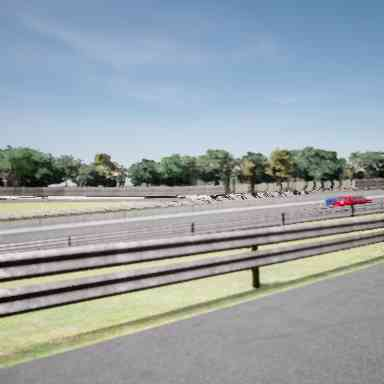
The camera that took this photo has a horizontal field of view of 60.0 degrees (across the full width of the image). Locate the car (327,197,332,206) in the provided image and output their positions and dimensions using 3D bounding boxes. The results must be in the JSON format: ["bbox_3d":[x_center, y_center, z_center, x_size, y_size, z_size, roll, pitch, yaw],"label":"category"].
[{"bbox_3d":[23.229,1.523,49.995,5.008,1.535,1.882,-4,2,-26],"label":"car"}]

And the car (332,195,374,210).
[{"bbox_3d":[22.486,1.387,45.741,5.566,2.045,2.150,-4,2,-26],"label":"car"}]

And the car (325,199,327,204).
[{"bbox_3d":[23.987,1.373,54.255,5.008,1.535,1.882,-4,2,-26],"label":"car"}]
